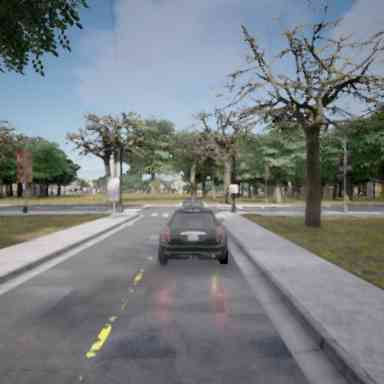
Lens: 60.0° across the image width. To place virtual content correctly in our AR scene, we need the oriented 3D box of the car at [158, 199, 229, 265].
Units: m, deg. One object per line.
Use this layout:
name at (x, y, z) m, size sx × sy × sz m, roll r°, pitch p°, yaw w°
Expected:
car at (0.089, 1.305, 11.658) m, size 2.097 × 1.767 × 4.553 m, roll 0°, pitch 1°, yaw 2°
